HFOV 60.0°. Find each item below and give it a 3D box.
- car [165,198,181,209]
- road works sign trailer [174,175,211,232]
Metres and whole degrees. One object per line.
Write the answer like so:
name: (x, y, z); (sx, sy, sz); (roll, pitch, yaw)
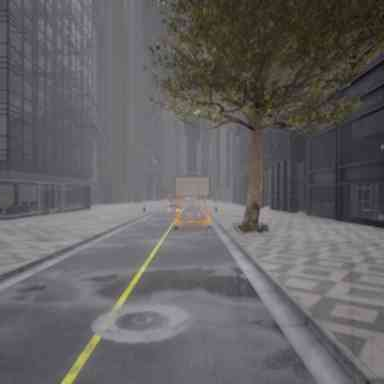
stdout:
car: (-3.046, 1.996, 57.624); (2.097, 1.767, 4.553); (0, -1, 1)
road works sign trailer: (0.020, 0.685, 22.023); (2.380, 3.560, 2.880); (0, -1, 0)
